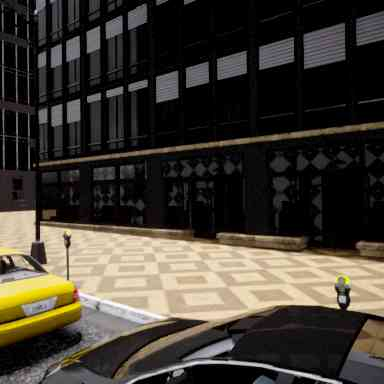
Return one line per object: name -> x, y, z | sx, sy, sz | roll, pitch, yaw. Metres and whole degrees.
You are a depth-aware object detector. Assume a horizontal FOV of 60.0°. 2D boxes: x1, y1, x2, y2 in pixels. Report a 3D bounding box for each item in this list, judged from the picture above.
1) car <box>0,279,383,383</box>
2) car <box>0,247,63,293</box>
car -> 0.683, 1.566, 2.359 | 4.313, 1.339, 1.947 | 0, -1, 36
car -> -3.951, 1.527, 5.874 | 4.829, 1.417, 1.752 | 0, -1, 36
